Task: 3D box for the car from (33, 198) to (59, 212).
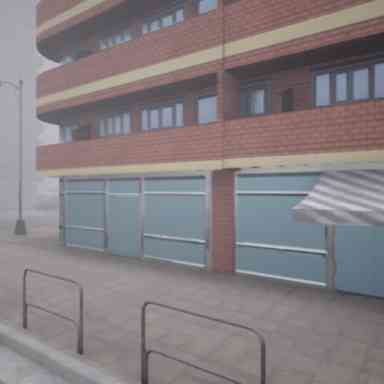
[{"bbox_3d":[-15.193,1.363,36.956,1.812,1.442,4.674,0,0,36],"label":"car"}]
